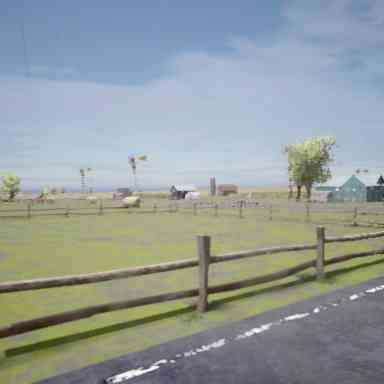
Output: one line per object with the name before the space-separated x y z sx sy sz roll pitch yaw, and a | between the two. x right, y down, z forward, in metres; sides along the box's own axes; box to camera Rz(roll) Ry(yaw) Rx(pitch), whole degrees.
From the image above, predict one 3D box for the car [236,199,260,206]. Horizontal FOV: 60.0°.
car | 11.418 2.203 68.488 2.033 1.411 5.357 -1 0 -36
